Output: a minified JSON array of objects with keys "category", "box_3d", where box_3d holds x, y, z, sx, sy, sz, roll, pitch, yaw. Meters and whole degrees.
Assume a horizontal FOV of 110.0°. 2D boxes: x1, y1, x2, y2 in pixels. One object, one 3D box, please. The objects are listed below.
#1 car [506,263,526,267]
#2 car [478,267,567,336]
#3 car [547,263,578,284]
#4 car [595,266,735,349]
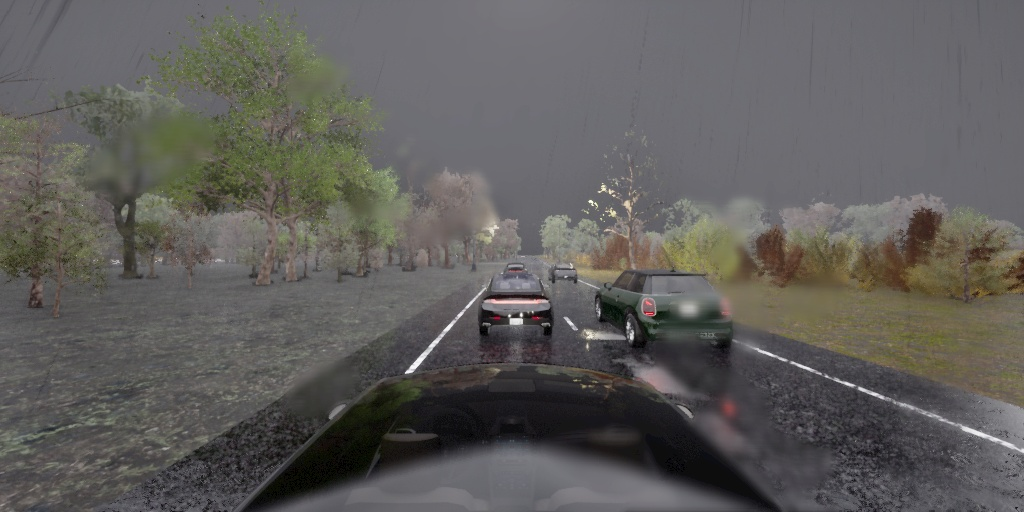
[{"category":"car","box_3d":[0.304,1.259,27.608,1.837,1.490,4.892,0,0,1]},{"category":"car","box_3d":[0.101,1.243,10.395,2.128,1.511,4.902,0,0,0]},{"category":"car","box_3d":[3.800,1.245,27.336,2.128,1.511,4.902,0,0,1]},{"category":"car","box_3d":[3.598,1.103,9.359,2.097,1.767,4.553,0,0,1]}]
